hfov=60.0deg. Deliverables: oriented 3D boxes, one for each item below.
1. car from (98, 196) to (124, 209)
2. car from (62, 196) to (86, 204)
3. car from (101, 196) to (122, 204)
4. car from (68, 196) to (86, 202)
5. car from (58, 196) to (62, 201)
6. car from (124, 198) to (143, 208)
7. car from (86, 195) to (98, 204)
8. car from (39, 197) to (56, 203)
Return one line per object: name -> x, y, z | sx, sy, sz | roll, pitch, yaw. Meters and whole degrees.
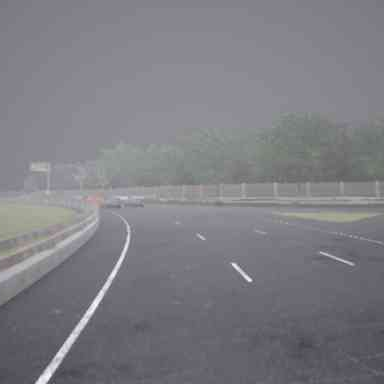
car -> -11.399, 1.598, 46.586 | 1.994, 1.385, 4.181 | -1, 0, -28
car -> -22.762, 1.611, 64.108 | 1.882, 1.535, 5.008 | 0, 0, -39
car -> -16.379, 1.594, 67.361 | 2.033, 1.411, 5.357 | -1, 0, -38
car -> -27.369, 1.633, 79.329 | 5.008, 1.535, 1.882 | -1, 0, 42
car -> -30.151, 1.695, 77.160 | 4.892, 1.490, 1.837 | -1, 0, 42
car -> -8.768, 1.559, 49.126 | 1.994, 1.385, 4.181 | -1, 0, -28
car -> -19.759, 1.444, 65.904 | 2.097, 1.767, 4.553 | -1, 0, -38
car -> -32.574, 1.783, 74.634 | 4.181, 1.385, 1.994 | -1, 0, 42
